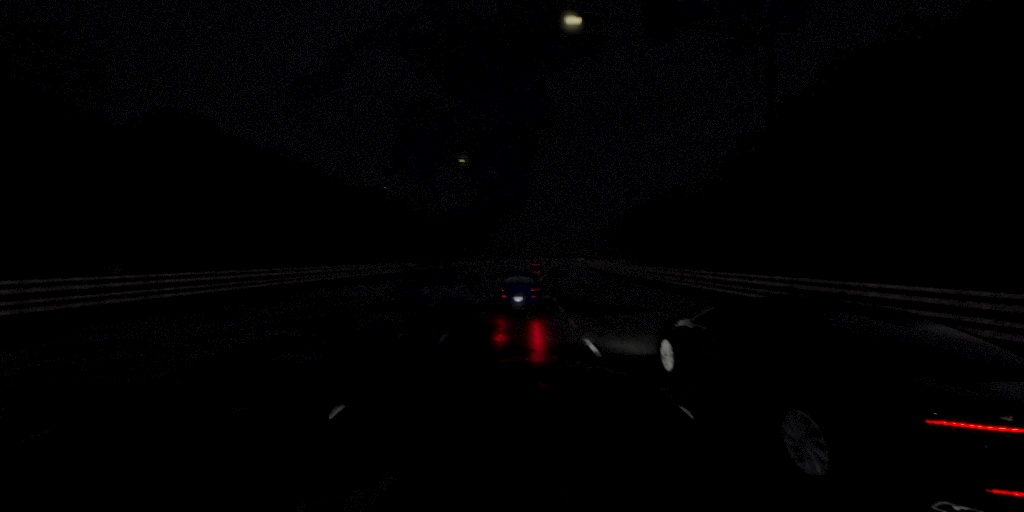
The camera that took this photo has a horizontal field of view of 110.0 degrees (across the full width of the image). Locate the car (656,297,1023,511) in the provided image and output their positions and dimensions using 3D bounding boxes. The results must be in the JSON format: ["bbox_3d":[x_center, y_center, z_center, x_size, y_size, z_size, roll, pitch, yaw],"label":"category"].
[{"bbox_3d":[3.495,1.277,4.570,1.837,1.490,4.892,0,0,0],"label":"car"}]

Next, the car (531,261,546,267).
[{"bbox_3d":[4.063,1.528,58.073,1.837,1.490,4.892,0,0,8],"label":"car"}]

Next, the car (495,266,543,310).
[{"bbox_3d":[0.316,1.331,14.844,1.812,1.442,4.674,0,0,2],"label":"car"}]
